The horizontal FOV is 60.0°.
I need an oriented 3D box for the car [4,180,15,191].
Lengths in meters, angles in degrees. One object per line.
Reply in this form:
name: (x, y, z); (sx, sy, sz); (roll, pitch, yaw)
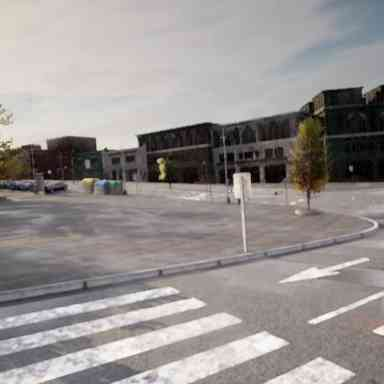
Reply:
car: (-27.905, -1.073, 55.261); (2.097, 1.535, 5.008); (1, 6, 16)

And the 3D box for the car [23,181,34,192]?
car: (-23.103, -0.829, 51.826); (2.231, 1.521, 4.892); (1, 6, 17)

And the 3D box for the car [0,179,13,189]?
car: (-35.218, -1.410, 60.246); (2.231, 1.521, 4.892); (0, 6, 14)

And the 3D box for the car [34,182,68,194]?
car: (-20.739, -0.668, 50.042); (2.163, 1.488, 4.792); (1, 6, 17)

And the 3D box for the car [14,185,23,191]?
car: (-25.504, -0.912, 53.554); (2.002, 1.452, 4.674); (0, 6, 16)
